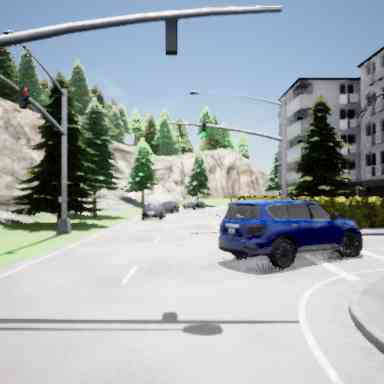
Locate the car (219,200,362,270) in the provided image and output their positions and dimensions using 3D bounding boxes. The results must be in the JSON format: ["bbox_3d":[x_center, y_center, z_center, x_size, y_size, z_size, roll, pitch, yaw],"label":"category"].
[{"bbox_3d":[3.535,1.316,11.678,5.566,2.045,2.150,1,-3,-31],"label":"car"}]

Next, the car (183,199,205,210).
[{"bbox_3d":[0.319,1.906,51.094,2.128,1.511,4.902,0,-1,28],"label":"car"}]

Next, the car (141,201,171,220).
[{"bbox_3d":[-3.481,1.741,30.789,2.128,1.511,4.902,0,0,1],"label":"car"}]

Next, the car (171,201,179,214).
[{"bbox_3d":[-2.836,1.838,41.140,1.837,1.490,4.892,0,0,11],"label":"car"}]
